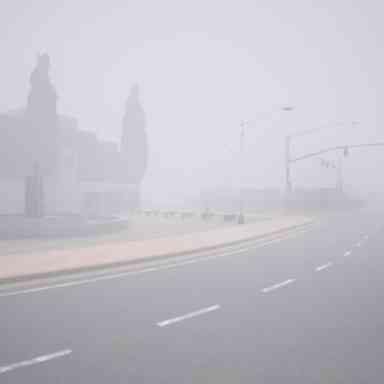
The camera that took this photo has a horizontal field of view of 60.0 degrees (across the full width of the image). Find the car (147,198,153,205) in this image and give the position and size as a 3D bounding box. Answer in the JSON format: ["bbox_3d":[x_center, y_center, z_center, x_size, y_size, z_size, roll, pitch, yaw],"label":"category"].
[{"bbox_3d":[-9.808,1.765,64.088,5.008,1.535,1.882,1,0,37],"label":"car"}]

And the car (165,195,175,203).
[{"bbox_3d":[-3.783,1.573,78.026,1.905,1.878,3.866,0,0,35],"label":"car"}]

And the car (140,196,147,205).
[{"bbox_3d":[-11.285,1.749,60.824,4.902,1.511,2.128,0,0,37],"label":"car"}]

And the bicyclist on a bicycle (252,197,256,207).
[{"bbox_3d":[10.127,1.656,54.236,0.582,1.620,1.656,0,5,36],"label":"bicyclist on a bicycle"}]

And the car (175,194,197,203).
[{"bbox_3d":[-1.411,1.822,76.368,1.970,1.475,3.806,0,0,35],"label":"car"}]
